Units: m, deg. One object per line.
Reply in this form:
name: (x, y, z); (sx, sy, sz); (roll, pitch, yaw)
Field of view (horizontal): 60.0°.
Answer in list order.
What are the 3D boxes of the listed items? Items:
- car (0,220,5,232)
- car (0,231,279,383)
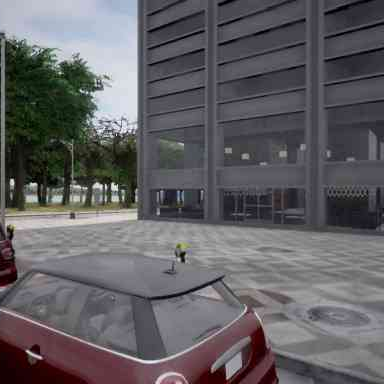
car: (-5.666, 1.315, 6.997); (5.009, 1.841, 2.192); (0, 0, 35)
car: (-1.237, 1.440, 3.842); (4.097, 1.590, 1.967); (0, 0, 35)
